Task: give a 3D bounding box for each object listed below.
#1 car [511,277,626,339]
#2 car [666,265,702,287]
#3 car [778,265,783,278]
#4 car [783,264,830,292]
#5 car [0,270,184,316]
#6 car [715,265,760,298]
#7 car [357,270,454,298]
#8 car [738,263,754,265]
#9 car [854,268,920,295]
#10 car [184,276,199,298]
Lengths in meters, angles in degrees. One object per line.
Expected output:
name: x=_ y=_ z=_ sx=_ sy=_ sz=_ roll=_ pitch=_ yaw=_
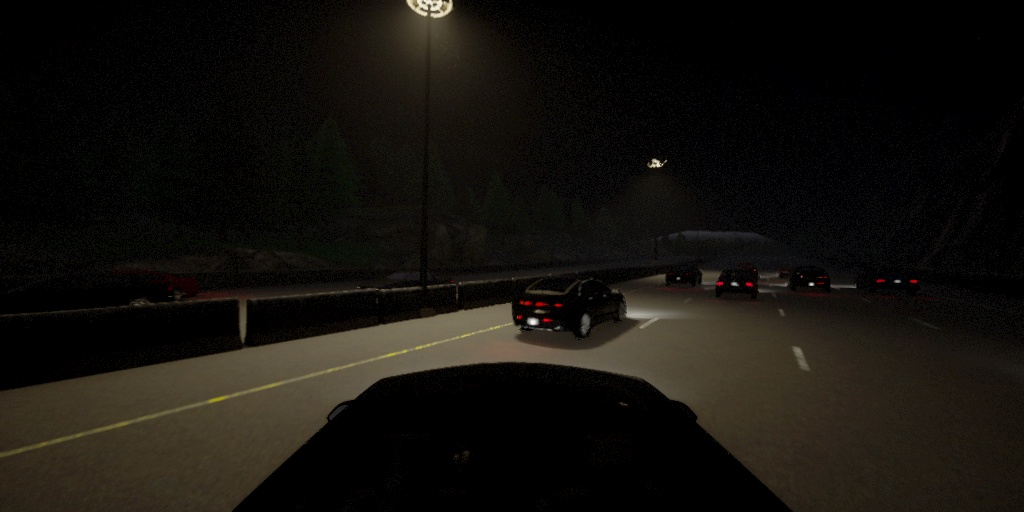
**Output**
car: x=1.866 y=1.343 z=10.598 sx=1.837 sy=1.490 sz=4.892 roll=0 pitch=-1 yaw=34
car: x=12.695 y=1.376 z=26.368 sx=1.882 sy=1.535 sz=5.008 roll=0 pitch=0 yaw=34
car: x=26.114 y=1.423 z=33.542 sx=1.895 sy=1.301 sz=4.718 roll=0 pitch=0 yaw=34
car: x=18.695 y=1.367 z=22.742 sx=1.837 sy=1.490 sz=4.892 roll=0 pitch=0 yaw=34
car: x=-14.523 y=1.326 z=11.817 sx=1.882 sy=1.535 sz=5.008 roll=0 pitch=-1 yaw=34
car: x=12.285 y=1.423 z=19.582 sx=2.033 sy=1.411 sz=5.357 roll=0 pitch=0 yaw=35
car: x=-5.382 y=1.462 z=18.946 sx=2.033 sy=1.411 sz=5.357 roll=0 pitch=-1 yaw=34
car: x=21.845 y=1.379 z=33.519 sx=1.812 sy=1.442 sz=4.674 roll=0 pitch=0 yaw=35
car: x=21.701 y=1.388 z=20.934 sx=2.033 sy=1.411 sz=5.357 roll=0 pitch=0 yaw=35
car: x=-16.501 y=1.361 z=15.120 sx=1.882 sy=1.535 sz=5.008 roll=0 pitch=-1 yaw=34
